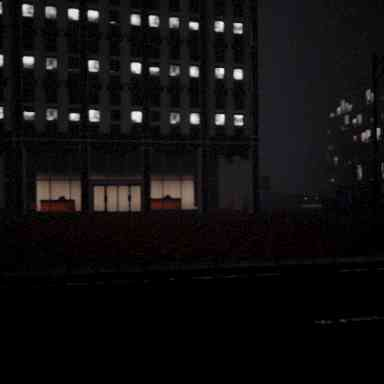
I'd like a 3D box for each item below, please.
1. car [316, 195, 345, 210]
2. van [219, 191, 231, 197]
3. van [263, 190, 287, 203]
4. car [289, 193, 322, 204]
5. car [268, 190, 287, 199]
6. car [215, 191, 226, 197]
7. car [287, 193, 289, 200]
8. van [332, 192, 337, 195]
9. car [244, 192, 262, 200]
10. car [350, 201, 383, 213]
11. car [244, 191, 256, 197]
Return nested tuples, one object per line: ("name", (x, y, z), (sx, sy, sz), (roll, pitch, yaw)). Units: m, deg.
("car", (16.828, 1.330, 38.577), (1.947, 1.339, 4.313), (0, 1, -11))
("van", (8.555, 0.518, 83.280), (1.690, 1.788, 3.998), (0, 1, -11))
("van", (13.759, 0.888, 55.344), (1.690, 1.788, 3.998), (0, 1, -11))
("car", (17.265, 0.936, 50.795), (2.097, 1.767, 4.553), (-1, 1, -10))
("car", (18.875, 0.553, 73.639), (2.192, 1.841, 5.009), (0, 1, -11))
("car", (7.515, 0.543, 88.868), (1.967, 1.590, 4.097), (0, 1, -11))
("car", (19.916, 0.894, 68.055), (1.802, 1.307, 4.206), (0, 1, -11))
("van", (23.038, 0.873, 51.290), (1.690, 1.788, 3.998), (0, 1, -11))
("car", (11.677, 0.950, 66.521), (2.008, 1.369, 4.403), (0, 1, -11))
("car", (17.811, 1.418, 32.980), (1.802, 1.307, 4.206), (0, 1, -11))
("car", (15.753, 0.566, 90.403), (2.008, 1.369, 4.403), (0, 1, -11))
